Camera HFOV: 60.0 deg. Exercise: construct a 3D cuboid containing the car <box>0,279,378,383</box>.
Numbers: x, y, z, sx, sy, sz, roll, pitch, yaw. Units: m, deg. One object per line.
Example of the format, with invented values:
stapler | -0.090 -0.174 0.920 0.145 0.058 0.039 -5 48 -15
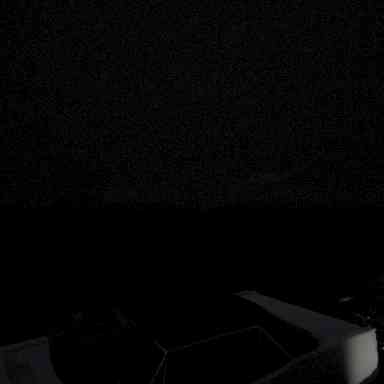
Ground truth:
car | -0.461 1.610 2.815 4.718 1.301 1.895 0 0 -36
